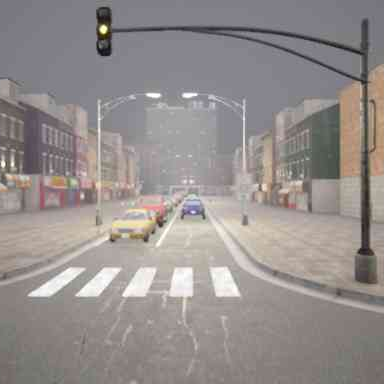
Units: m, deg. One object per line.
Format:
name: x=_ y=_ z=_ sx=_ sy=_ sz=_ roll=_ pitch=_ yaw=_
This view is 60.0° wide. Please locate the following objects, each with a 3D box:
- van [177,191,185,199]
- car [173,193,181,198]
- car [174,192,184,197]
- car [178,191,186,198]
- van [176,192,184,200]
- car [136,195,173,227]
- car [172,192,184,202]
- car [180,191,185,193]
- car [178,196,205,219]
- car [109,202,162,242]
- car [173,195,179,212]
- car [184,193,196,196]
van: x=-2.666 y=0.763 z=81.095 sx=1.690 sy=1.788 sz=3.998 roll=0 pitch=0 yaw=0
car: x=-2.653 y=1.210 z=42.817 sx=1.752 sy=1.417 sz=4.829 roll=0 pitch=0 yaw=0
car: x=-2.657 y=1.157 z=53.876 sx=1.887 sy=1.381 sz=4.507 roll=0 pitch=0 yaw=0
car: x=-2.670 y=0.654 z=91.983 sx=2.192 sy=1.841 sz=5.009 roll=0 pitch=0 yaw=0
van: x=-2.665 y=0.802 z=75.651 sx=1.690 sy=1.788 sz=3.998 roll=0 pitch=0 yaw=0
car: x=-2.644 y=1.150 z=21.210 sx=2.192 sy=1.841 sz=5.009 roll=0 pitch=0 yaw=0
car: x=-2.661 y=0.854 z=64.762 sx=2.192 sy=1.841 sz=5.009 roll=0 pitch=0 yaw=0
car: x=-2.659 y=1.016 z=59.319 sx=1.967 sy=1.590 sz=4.097 roll=0 pitch=0 yaw=0
car: x=0.089 y=1.312 z=26.782 sx=1.812 sy=1.442 sz=4.674 roll=0 pitch=0 yaw=0
car: x=-2.642 y=1.403 z=15.598 sx=1.752 sy=1.417 sz=4.829 roll=0 pitch=0 yaw=0
car: x=-2.649 y=1.308 z=32.100 sx=2.008 sy=1.369 sz=4.403 roll=0 pitch=0 yaw=0
car: x=0.031 y=1.142 z=52.079 sx=1.812 sy=1.442 sz=4.674 roll=0 pitch=1 yaw=0
